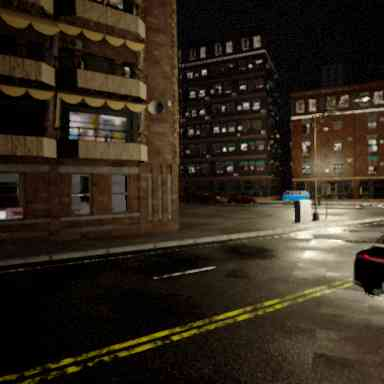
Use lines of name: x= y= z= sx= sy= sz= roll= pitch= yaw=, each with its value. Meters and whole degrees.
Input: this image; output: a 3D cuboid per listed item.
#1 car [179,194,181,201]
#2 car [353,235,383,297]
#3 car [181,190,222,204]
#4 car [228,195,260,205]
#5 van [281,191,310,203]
car: x=-0.124 y=0.612 z=55.868 sx=5.009 sy=1.841 sz=2.192 roll=0 pitch=0 yaw=24
car: x=5.454 y=1.434 z=7.200 sx=4.902 sy=1.511 sz=2.128 roll=-1 pitch=0 yaw=-35
car: x=1.610 y=0.743 z=45.980 sx=5.009 sy=1.841 sz=2.192 roll=0 pitch=0 yaw=24
car: x=6.774 y=1.038 z=43.734 sx=4.206 sy=1.307 sz=1.802 roll=0 pitch=0 yaw=23
van: x=15.374 y=0.722 z=49.136 sx=3.998 sy=1.788 sz=1.690 roll=0 pitch=0 yaw=24
